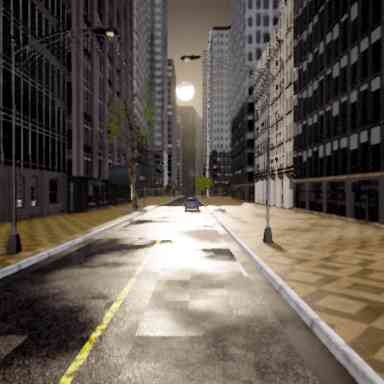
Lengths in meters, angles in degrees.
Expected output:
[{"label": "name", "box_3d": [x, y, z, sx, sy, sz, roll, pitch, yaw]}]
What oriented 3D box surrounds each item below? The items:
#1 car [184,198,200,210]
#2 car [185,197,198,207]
[{"label": "car", "box_3d": [-0.012, 1.483, 42.095, 1.882, 1.535, 5.008, 0, 0, 0]}, {"label": "car", "box_3d": [-0.011, 1.579, 52.958, 1.994, 1.385, 4.181, 0, 0, 0]}]
